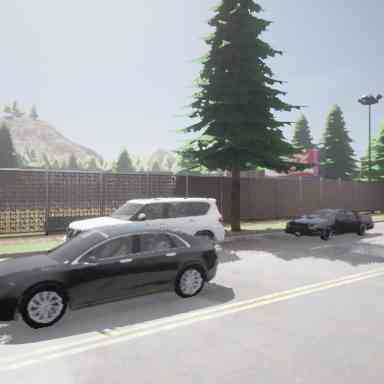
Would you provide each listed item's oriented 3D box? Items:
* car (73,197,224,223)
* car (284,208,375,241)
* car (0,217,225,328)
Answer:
[{"bbox_3d":[-1.427,1.221,11.389,5.566,2.045,2.150,0,0,-33],"label":"car"},{"bbox_3d":[7.152,1.547,16.980,5.357,1.411,2.033,0,0,-33],"label":"car"},{"bbox_3d":[-1.676,1.505,7.045,4.892,1.490,1.837,0,0,-33],"label":"car"}]
